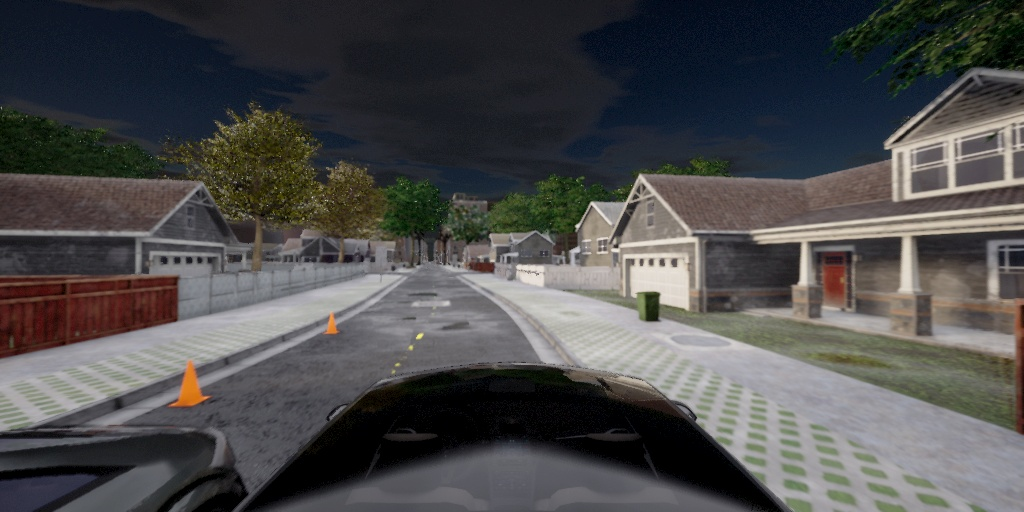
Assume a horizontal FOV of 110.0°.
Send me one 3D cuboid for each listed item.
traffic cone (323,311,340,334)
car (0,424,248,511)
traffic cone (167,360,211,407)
[{"bbox_3d":[-4.952,1.817,9.852,0.340,0.580,0.340,0,0,-7],"label":"traffic cone"},{"bbox_3d":[-2.538,1.302,0.400,1.994,1.385,4.181,0,-1,0],"label":"car"},{"bbox_3d":[-4.517,1.755,5.027,0.340,0.580,0.340,0,0,-3],"label":"traffic cone"}]
